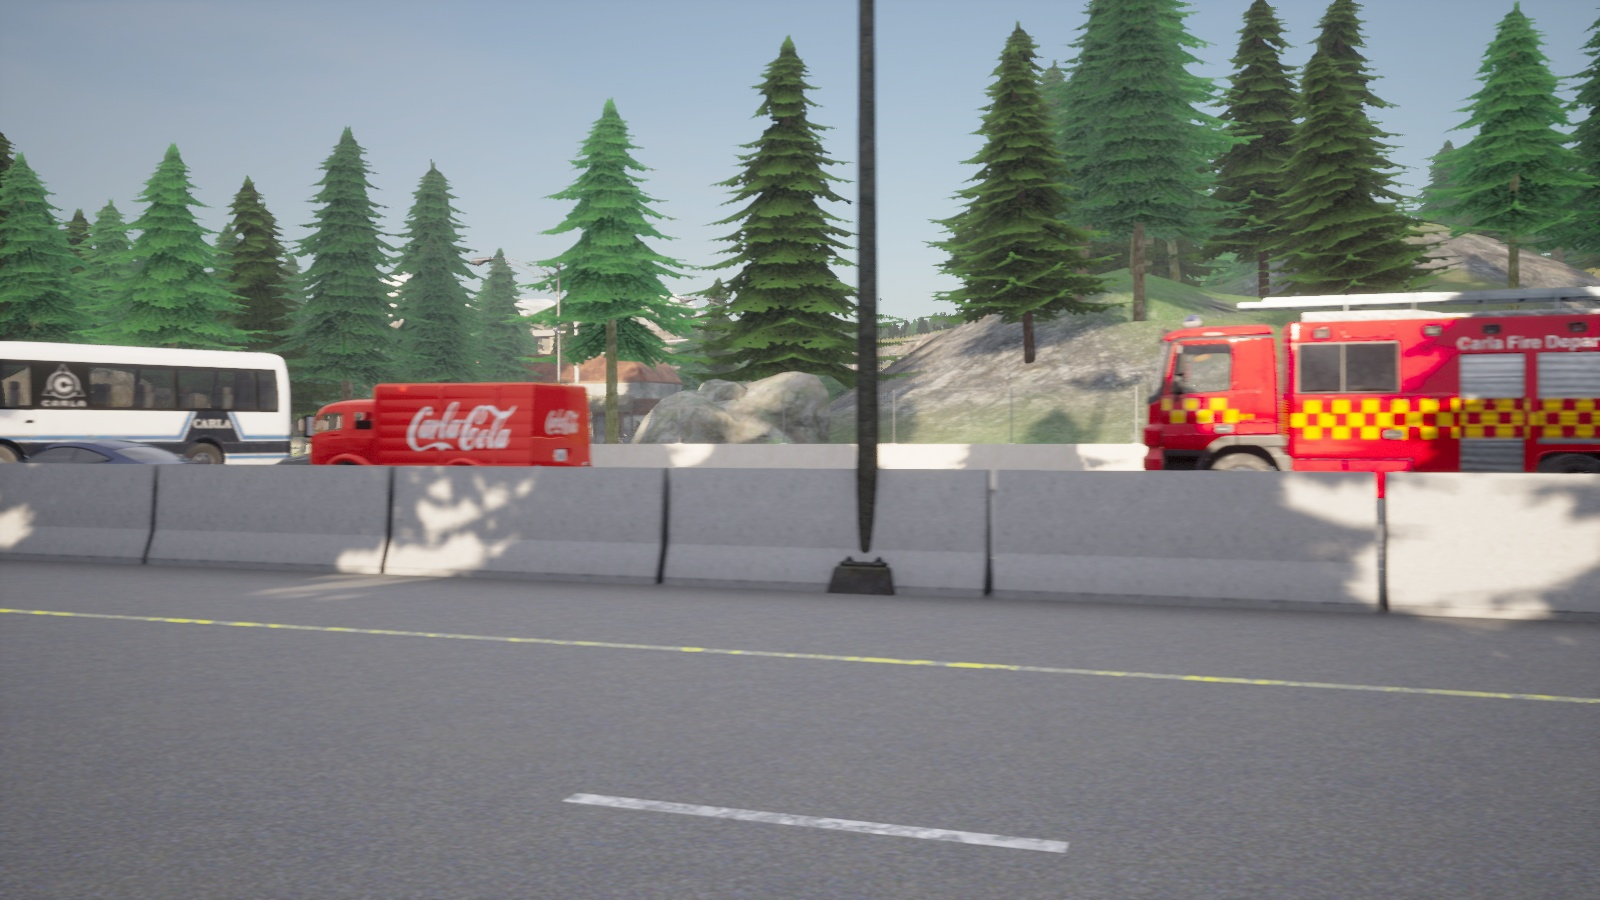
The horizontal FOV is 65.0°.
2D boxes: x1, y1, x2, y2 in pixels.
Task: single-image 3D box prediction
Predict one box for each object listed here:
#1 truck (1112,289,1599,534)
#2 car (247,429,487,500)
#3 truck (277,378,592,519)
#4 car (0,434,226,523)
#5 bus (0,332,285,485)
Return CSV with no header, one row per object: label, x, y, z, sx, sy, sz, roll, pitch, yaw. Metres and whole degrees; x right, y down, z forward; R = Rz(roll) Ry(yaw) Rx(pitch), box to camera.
truck,9.949,-0.653,21.983,8.468,3.827,2.891,1,1,19
car,-9.870,0.286,28.668,4.902,1.511,2.128,0,1,19
truck,-6.933,-0.070,23.981,5.204,2.467,2.627,1,1,19
car,-12.725,0.448,22.245,4.674,1.442,1.812,1,1,19
bus,-21.676,-1.236,38.329,3.944,4.253,10.273,3,2,42
